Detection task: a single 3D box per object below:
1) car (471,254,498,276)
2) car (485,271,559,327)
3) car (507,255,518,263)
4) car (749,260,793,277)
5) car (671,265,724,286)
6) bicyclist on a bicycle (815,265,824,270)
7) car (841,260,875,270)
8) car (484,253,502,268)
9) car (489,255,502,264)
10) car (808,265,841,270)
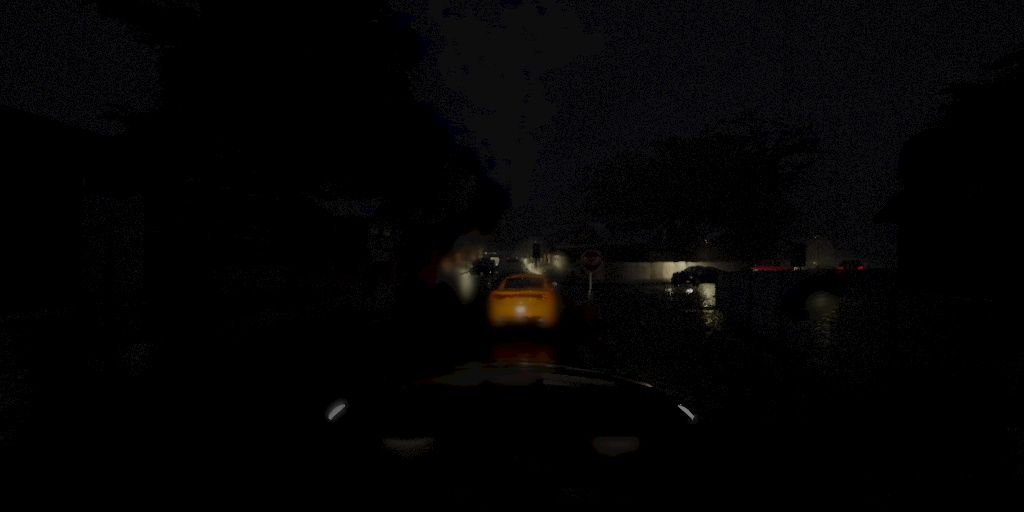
[{"bbox_3d":[-2.835,0.988,35.670,2.097,1.767,4.553,0,1,0],"label":"car"},{"bbox_3d":[0.527,1.336,12.093,1.882,1.535,5.008,0,0,6],"label":"car"},{"bbox_3d":[0.119,0.501,63.885,1.994,1.385,4.181,0,2,0],"label":"car"},{"bbox_3d":[25.072,1.362,34.607,5.566,2.045,2.150,1,-1,-34],"label":"car"},{"bbox_3d":[14.532,1.493,27.968,5.008,1.535,1.882,1,-1,-31],"label":"car"},{"bbox_3d":[21.998,1.496,25.589,0.582,1.620,1.656,1,-1,-32],"label":"bicyclist on a bicycle"},{"bbox_3d":[39.545,1.515,41.302,5.566,2.045,2.150,1,-1,-37],"label":"car"},{"bbox_3d":[-2.828,0.581,47.155,2.150,2.045,5.566,0,1,0],"label":"car"},{"bbox_3d":[-2.792,0.547,62.172,1.994,1.385,4.181,0,1,0],"label":"car"},{"bbox_3d":[37.123,1.786,43.076,4.902,1.511,2.128,1,-1,-37],"label":"car"}]
